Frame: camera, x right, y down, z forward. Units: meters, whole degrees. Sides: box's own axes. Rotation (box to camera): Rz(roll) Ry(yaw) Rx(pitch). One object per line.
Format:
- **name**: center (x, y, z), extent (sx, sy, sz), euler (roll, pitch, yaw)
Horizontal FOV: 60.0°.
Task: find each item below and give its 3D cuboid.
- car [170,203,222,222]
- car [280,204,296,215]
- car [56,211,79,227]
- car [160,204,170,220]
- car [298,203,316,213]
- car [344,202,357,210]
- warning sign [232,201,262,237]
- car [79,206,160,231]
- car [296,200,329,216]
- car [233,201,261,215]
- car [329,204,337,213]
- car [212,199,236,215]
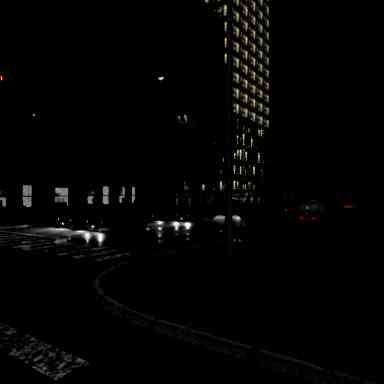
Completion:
- **car**: center (0.496, 2.055, 32.101), extent (2.033, 1.411, 5.357), euler (0, -1, 33)
- **car**: center (13.730, 2.418, 46.440), extent (1.994, 1.385, 4.181), euler (0, -1, 33)
- **car**: center (-7.597, 1.873, 25.500), extent (2.033, 1.411, 5.357), euler (0, -1, 33)
- **car**: center (-2.414, 2.002, 33.580), extent (1.837, 1.490, 4.892), euler (0, -1, 33)
- **car**: center (19.019, 2.554, 54.785), extent (1.812, 1.442, 4.674), euler (0, -1, 33)
- **car**: center (31.303, 2.789, 65.816), extent (1.882, 1.535, 5.008), euler (0, -1, 33)
- **warning sign**: center (3.068, 1.454, 18.571), extent (1.300, 1.860, 1.060), euler (1, 1, 33)
- **car**: center (-4.940, 1.874, 23.622), extent (2.033, 1.411, 5.357), euler (0, -1, 33)
- **car**: center (16.032, 2.065, 44.041), extent (2.150, 2.045, 5.566), euler (0, -1, 35)
- **car**: center (7.288, 2.224, 42.674), extent (2.128, 1.511, 4.902), euler (0, -1, 32)
- **car**: center (21.755, 2.596, 53.030), extent (1.994, 1.385, 4.181), euler (0, -1, 33)
- **car**: center (4.122, 1.936, 43.761), extent (2.150, 2.045, 5.566), euler (0, -1, 33)
